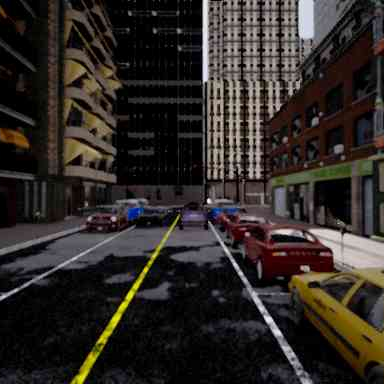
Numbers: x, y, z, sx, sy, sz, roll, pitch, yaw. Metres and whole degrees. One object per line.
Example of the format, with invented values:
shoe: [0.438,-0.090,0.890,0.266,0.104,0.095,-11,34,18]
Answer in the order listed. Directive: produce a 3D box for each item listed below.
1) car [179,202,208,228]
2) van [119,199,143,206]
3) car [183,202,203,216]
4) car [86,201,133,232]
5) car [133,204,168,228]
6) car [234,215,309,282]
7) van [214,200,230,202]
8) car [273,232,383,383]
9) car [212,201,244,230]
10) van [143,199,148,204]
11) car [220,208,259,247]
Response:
car: [0.110,1.602,23.389,2.033,1.649,4.856,0,0,0]
van: [-5.299,1.542,26.887,1.690,1.788,3.998,0,0,0]
car: [0.119,1.836,37.813,2.033,1.411,5.357,0,-1,0]
car: [-5.302,1.596,21.196,1.967,1.590,4.097,0,0,0]
car: [-2.830,1.778,24.059,1.895,1.301,4.718,0,0,0]
car: [2.573,1.614,9.818,1.887,1.381,4.507,0,0,0]
van: [2.581,1.541,26.889,1.690,1.788,3.998,0,0,0]
car: [2.571,1.556,4.301,1.752,1.417,4.829,0,0,0]
car: [2.578,1.595,21.198,1.967,1.590,4.097,0,0,0]
van: [-5.297,1.588,32.576,1.690,1.788,3.998,0,0,0]
car: [2.576,1.656,15.508,1.887,1.381,4.507,0,0,0]
